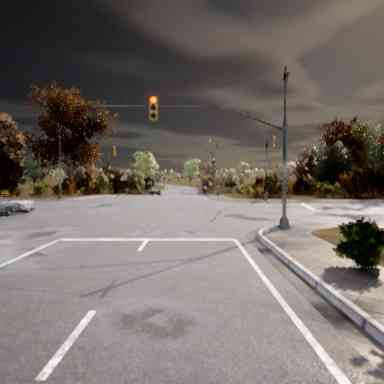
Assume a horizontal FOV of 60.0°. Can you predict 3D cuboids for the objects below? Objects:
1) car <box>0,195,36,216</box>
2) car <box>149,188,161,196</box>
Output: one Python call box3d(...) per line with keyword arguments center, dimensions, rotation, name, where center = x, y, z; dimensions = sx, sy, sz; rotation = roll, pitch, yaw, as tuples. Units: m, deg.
box3d(center=(-13.122, 0.879, 22.337), dimensions=(4.718, 1.301, 1.895), rotation=(0, 2, 2), name="car")
box3d(center=(-7.171, -0.013, 65.042), dimensions=(1.882, 1.535, 5.008), rotation=(0, -1, 0), name="car")
